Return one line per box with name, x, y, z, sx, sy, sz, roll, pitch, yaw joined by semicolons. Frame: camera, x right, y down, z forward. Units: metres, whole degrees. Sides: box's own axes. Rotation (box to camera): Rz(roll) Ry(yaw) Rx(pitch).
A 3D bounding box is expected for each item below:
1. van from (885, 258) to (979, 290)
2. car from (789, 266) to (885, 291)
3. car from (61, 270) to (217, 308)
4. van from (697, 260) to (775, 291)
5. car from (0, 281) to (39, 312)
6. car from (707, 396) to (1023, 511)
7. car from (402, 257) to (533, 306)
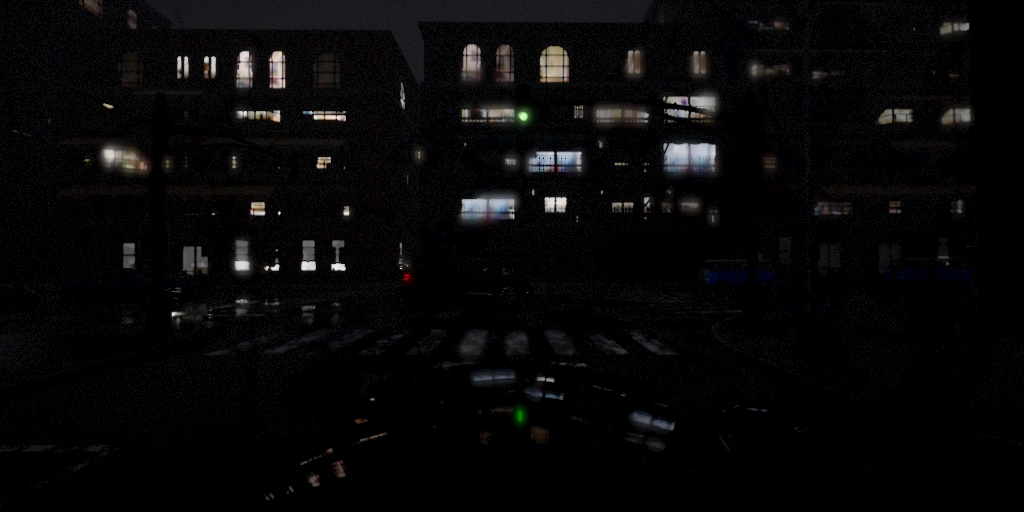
van;24.322;1.025;21.039;3.998;1.789;1.690;0;0;0
car;18.682;1.300;20.995;4.207;1.307;1.802;0;0;0
car;-16.103;1.354;15.418;5.008;1.535;1.882;0;-1;0
van;13.041;1.094;20.951;3.998;1.789;1.690;0;0;0
car;-19.680;1.293;12.685;4.097;1.591;1.967;0;0;0
car;2.568;1.315;1.354;1.948;1.339;4.313;0;0;0
car;-1.883;1.056;15.528;5.566;2.045;2.150;0;-1;0
